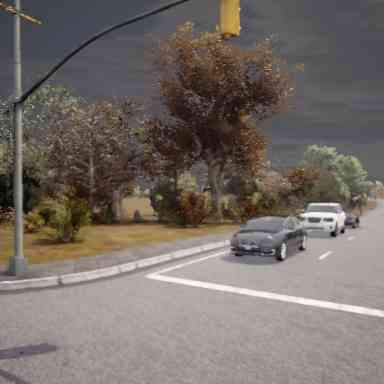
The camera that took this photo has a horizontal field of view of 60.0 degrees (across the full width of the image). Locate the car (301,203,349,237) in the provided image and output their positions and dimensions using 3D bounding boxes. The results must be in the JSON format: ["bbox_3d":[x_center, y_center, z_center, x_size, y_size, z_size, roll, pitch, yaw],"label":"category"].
[{"bbox_3d":[8.522,1.726,21.640,2.150,2.045,5.566,-1,-3,32],"label":"car"}]

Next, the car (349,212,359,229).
[{"bbox_3d":[14.215,2.568,30.604,2.033,1.411,5.357,-1,-3,32],"label":"car"}]

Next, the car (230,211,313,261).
[{"bbox_3d":[3.164,1.672,13.150,1.837,1.490,4.892,-1,-2,32],"label":"car"}]
